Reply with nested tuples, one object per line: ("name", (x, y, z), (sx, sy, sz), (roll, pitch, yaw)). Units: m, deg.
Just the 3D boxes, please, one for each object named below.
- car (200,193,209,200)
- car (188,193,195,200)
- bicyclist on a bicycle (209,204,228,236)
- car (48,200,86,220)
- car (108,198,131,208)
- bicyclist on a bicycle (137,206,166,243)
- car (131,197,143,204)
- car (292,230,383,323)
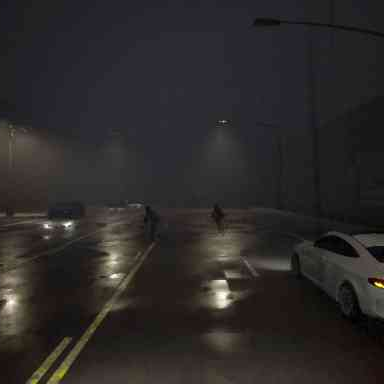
("car", (3.303, 1.222, 85.804), (1.837, 1.490, 4.892), (0, 1, 0))
("car", (-0.198, 1.248, 86.320), (2.033, 1.411, 5.357), (0, 1, 0))
("bicyclist on a bicycle", (1.341, 1.455, 17.348), (0.582, 1.620, 1.656), (0, -2, -31))
("car", (-10.665, 1.477, 28.689), (1.882, 1.535, 5.008), (0, 0, 0))
("car", (-10.706, 1.547, 48.290), (2.033, 1.411, 5.357), (0, 0, 0))
("bicyclist on a bicycle", (-1.838, 1.455, 14.894), (1.656, 1.620, 0.582), (-3, -1, 33))
("car", (-10.685, 1.590, 63.573), (1.895, 1.301, 4.718), (0, 0, 1))
("car", (3.582, 1.525, 7.052), (1.812, 1.442, 4.674), (0, 0, 0))
